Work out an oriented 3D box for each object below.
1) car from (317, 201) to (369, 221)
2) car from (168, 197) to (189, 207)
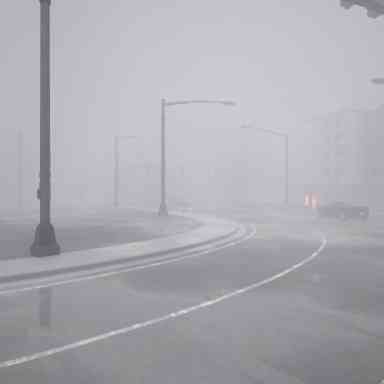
[{"bbox_3d":[12.267,1.484,27.395,1.882,1.535,5.008,0,0,-11],"label":"car"},{"bbox_3d":[-2.100,1.511,50.856,1.882,1.535,5.008,0,0,-26],"label":"car"}]
